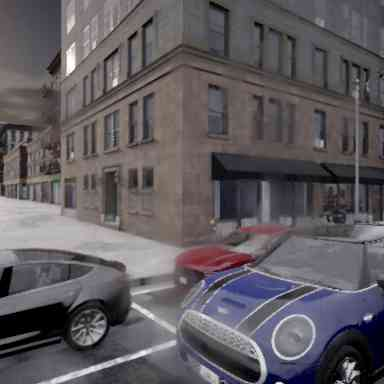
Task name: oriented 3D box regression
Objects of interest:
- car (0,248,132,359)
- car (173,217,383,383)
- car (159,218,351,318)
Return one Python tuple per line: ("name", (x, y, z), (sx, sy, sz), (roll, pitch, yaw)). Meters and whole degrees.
("car", (-2.958, 1.564, 4.647), (4.313, 1.339, 1.947), (0, 1, -35))
("car", (2.006, 1.324, 4.805), (4.553, 1.767, 2.097), (0, 0, -35))
("car", (1.660, 1.506, 7.941), (4.507, 1.381, 1.887), (0, 1, -35))
